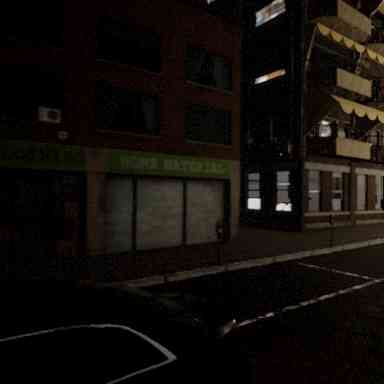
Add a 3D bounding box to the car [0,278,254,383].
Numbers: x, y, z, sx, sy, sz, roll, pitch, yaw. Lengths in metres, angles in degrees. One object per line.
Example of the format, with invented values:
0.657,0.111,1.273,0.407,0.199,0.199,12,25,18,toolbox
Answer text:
-1.746,1.504,2.131,4.892,1.490,1.837,0,0,-35,car
